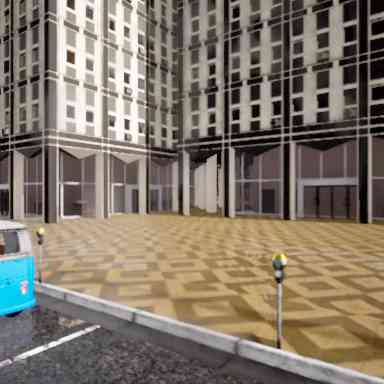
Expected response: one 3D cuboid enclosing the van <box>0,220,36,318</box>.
[{"bbox_3d":[-4.585,1.354,6.143,3.998,1.788,1.690,0,0,35],"label":"van"}]
